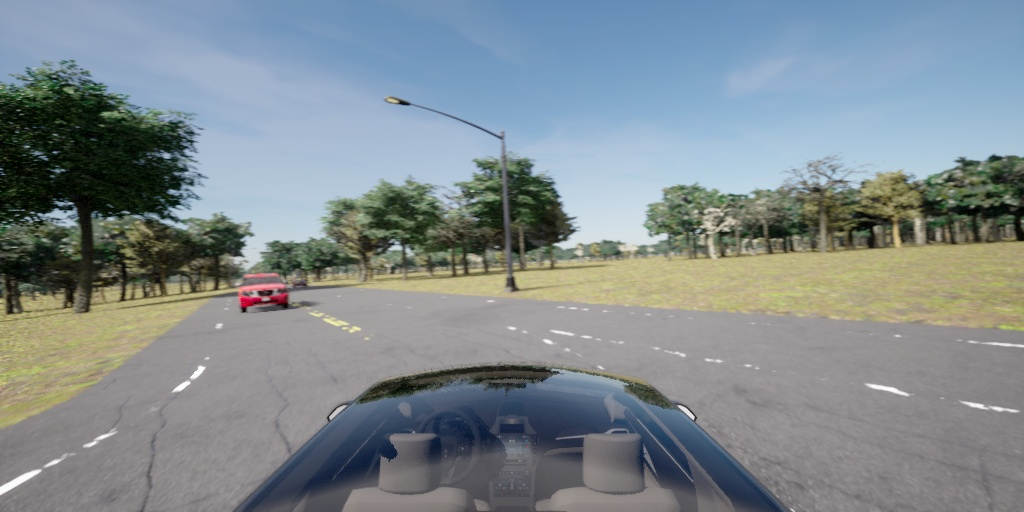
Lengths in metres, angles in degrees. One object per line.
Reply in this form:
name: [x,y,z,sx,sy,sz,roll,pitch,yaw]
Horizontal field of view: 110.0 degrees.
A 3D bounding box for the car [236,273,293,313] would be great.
car: [-14.443,2.045,20.787,2.150,2.045,5.566,-2,-2,-37]
